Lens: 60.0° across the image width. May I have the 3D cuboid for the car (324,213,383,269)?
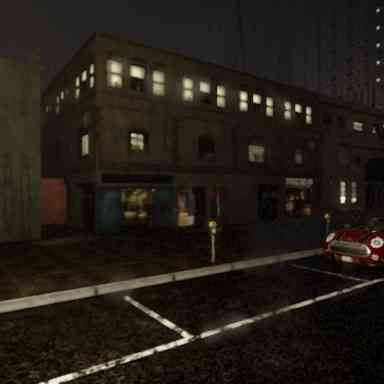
[{"bbox_3d":[6.172,1.445,10.953,4.097,1.590,1.967,0,0,-35],"label":"car"}]
